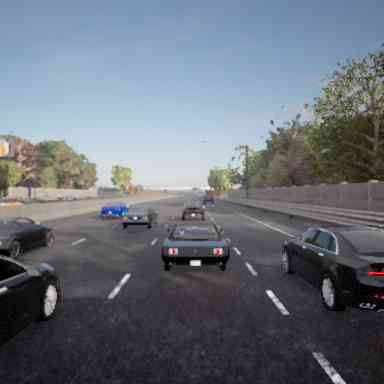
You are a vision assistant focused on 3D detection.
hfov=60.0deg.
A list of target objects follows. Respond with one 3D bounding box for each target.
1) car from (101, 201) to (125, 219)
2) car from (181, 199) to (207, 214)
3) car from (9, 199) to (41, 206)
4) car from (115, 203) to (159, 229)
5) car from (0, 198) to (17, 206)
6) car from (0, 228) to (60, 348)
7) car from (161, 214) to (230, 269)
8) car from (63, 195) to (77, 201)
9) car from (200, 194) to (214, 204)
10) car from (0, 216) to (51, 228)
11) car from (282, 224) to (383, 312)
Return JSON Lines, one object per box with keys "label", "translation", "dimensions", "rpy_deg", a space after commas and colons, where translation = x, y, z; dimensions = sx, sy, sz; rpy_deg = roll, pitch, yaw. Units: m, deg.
{"label": "car", "translation": [-6.899, 1.583, 30.522], "dimensions": [1.882, 1.535, 5.008], "rpy_deg": [0, 0, 0]}
{"label": "car", "translation": [0.099, 1.604, 28.974], "dimensions": [1.837, 1.490, 4.892], "rpy_deg": [0, 0, 0]}
{"label": "car", "translation": [-17.589, 1.690, 36.367], "dimensions": [1.994, 1.385, 4.181], "rpy_deg": [0, 0, 0]}
{"label": "car", "translation": [-3.399, 1.624, 22.421], "dimensions": [2.033, 1.411, 5.357], "rpy_deg": [0, 0, 0]}
{"label": "car", "translation": [-21.089, 1.480, 37.344], "dimensions": [2.097, 1.767, 4.553], "rpy_deg": [0, 0, 0]}
{"label": "car", "translation": [-3.400, 1.519, 4.387], "dimensions": [1.837, 1.490, 4.892], "rpy_deg": [0, 0, 0]}
{"label": "car", "translation": [0.100, 1.638, 11.193], "dimensions": [1.895, 1.301, 4.718], "rpy_deg": [0, 0, 0]}
{"label": "car", "translation": [-28.004, 1.426, 76.472], "dimensions": [2.097, 1.767, 4.553], "rpy_deg": [0, 0, 0]}
{"label": "car", "translation": [3.496, 1.496, 72.417], "dimensions": [2.150, 2.045, 5.566], "rpy_deg": [0, 0, 0]}
{"label": "car", "translation": [-6.901, 1.606, 12.627], "dimensions": [1.994, 1.385, 4.181], "rpy_deg": [0, 0, 0]}
{"label": "car", "translation": [3.506, 1.511, 7.729], "dimensions": [1.837, 1.490, 4.892], "rpy_deg": [0, 0, 0]}
